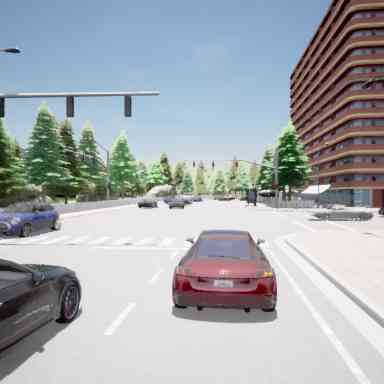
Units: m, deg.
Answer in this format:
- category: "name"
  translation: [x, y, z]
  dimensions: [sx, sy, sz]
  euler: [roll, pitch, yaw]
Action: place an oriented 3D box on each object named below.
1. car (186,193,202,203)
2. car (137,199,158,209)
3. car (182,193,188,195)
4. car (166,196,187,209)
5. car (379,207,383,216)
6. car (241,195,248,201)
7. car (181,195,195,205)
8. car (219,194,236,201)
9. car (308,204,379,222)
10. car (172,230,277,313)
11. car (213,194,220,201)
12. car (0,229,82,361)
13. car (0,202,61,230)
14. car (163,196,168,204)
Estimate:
- category: "car"
  translation: [0.910, 1.540, 72.244]
  dimensions: [2.033, 1.411, 5.357]
  euler: [0, 0, 15]
- category: "car"
  translation: [-5.995, 1.601, 45.312]
  dimensions: [1.895, 1.301, 4.718]
  euler: [0, 0, 6]
- category: "car"
  translation: [-1.182, 1.225, 77.306]
  dimensions: [2.150, 2.045, 5.566]
  euler: [0, 0, 18]
- category: "car"
  translation: [-2.025, 1.564, 44.357]
  dimensions: [1.994, 1.385, 4.181]
  euler: [0, 0, -1]
- category: "car"
  translation: [19.230, 1.619, 29.983]
  dimensions: [4.181, 1.385, 1.994]
  euler: [0, 0, 6]
- category: "car"
  translation: [14.059, 1.525, 83.506]
  dimensions: [2.128, 1.511, 4.902]
  euler: [0, 0, 39]
- category: "car"
  translation: [-1.190, 1.601, 57.258]
  dimensions: [1.895, 1.301, 4.718]
  euler: [0, 0, 6]
- category: "car"
  translation: [9.282, 1.595, 82.845]
  dimensions: [1.895, 1.301, 4.718]
  euler: [0, 0, 32]
- category: "car"
  translation: [12.010, 1.657, 26.934]
  dimensions: [4.718, 1.301, 1.895]
  euler: [0, 0, 7]
- category: "car"
  translation: [0.771, 1.564, 7.788]
  dimensions: [1.994, 1.385, 4.181]
  euler: [0, 0, 6]
- category: "car"
  translation: [7.160, 1.340, 85.962]
  dimensions: [2.097, 1.767, 4.553]
  euler: [0, 0, 32]
- category: "car"
  translation: [-3.136, 1.526, 4.295]
  dimensions: [1.812, 1.442, 4.674]
  euler: [0, 0, 7]
- category: "car"
  translation: [-8.922, 1.352, 17.665]
  dimensions: [2.097, 1.767, 4.553]
  euler: [0, 0, 6]
- category: "car"
  translation: [-4.144, 1.506, 62.268]
  dimensions: [1.837, 1.490, 4.892]
  euler: [0, 0, 7]
